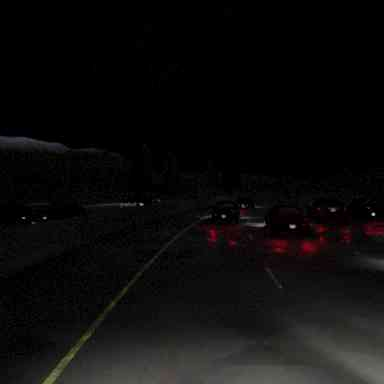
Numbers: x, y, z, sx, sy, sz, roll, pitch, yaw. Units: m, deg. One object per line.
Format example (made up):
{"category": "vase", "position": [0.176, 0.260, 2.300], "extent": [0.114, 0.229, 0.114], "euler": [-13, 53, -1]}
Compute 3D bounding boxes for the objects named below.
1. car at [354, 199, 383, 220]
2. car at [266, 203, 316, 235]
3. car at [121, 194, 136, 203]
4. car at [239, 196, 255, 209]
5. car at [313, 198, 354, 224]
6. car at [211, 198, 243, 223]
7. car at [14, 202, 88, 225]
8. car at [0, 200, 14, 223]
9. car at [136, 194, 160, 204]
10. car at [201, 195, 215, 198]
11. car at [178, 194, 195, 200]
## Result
{"category": "car", "position": [13.688, 1.353, 26.528], "extent": [1.837, 1.490, 4.892], "euler": [0, 0, 12]}
{"category": "car", "position": [5.025, 1.417, 17.855], "extent": [1.812, 1.442, 4.674], "euler": [0, 0, 8]}
{"category": "car", "position": [-10.270, 1.103, 56.709], "extent": [2.128, 1.511, 4.902], "euler": [0, 0, 21]}
{"category": "car", "position": [6.542, 1.252, 40.484], "extent": [1.837, 1.490, 4.892], "euler": [0, 1, 17]}
{"category": "car", "position": [9.553, 1.212, 23.672], "extent": [2.097, 1.767, 4.553], "euler": [0, 0, 10]}
{"category": "car", "position": [2.459, 1.374, 23.803], "extent": [1.812, 1.442, 4.674], "euler": [0, 0, 10]}
{"category": "car", "position": [-8.767, 1.390, 21.775], "extent": [2.033, 1.411, 5.357], "euler": [0, 0, 9]}
{"category": "car", "position": [-12.344, 1.318, 21.188], "extent": [1.882, 1.535, 5.008], "euler": [0, 0, 9]}
{"category": "car", "position": [-7.023, 1.190, 55.374], "extent": [1.994, 1.385, 4.181], "euler": [0, 0, 21]}
{"category": "car", "position": [3.054, 1.167, 61.365], "extent": [1.994, 1.385, 4.181], "euler": [0, 0, 24]}
{"category": "car", "position": [-0.876, 1.124, 61.163], "extent": [1.812, 1.442, 4.674], "euler": [0, 0, 24]}
